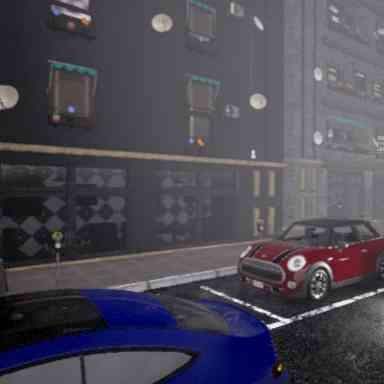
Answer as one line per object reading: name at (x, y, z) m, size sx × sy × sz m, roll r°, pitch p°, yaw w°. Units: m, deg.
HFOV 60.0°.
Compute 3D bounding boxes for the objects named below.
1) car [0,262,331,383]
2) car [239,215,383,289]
car at (-1.331, 1.511, 2.145) m, size 4.674 × 1.442 × 1.812 m, roll 0°, pitch 0°, yaw -34°
car at (3.044, 1.410, 8.109) m, size 4.097 × 1.590 × 1.967 m, roll 0°, pitch 0°, yaw -34°
